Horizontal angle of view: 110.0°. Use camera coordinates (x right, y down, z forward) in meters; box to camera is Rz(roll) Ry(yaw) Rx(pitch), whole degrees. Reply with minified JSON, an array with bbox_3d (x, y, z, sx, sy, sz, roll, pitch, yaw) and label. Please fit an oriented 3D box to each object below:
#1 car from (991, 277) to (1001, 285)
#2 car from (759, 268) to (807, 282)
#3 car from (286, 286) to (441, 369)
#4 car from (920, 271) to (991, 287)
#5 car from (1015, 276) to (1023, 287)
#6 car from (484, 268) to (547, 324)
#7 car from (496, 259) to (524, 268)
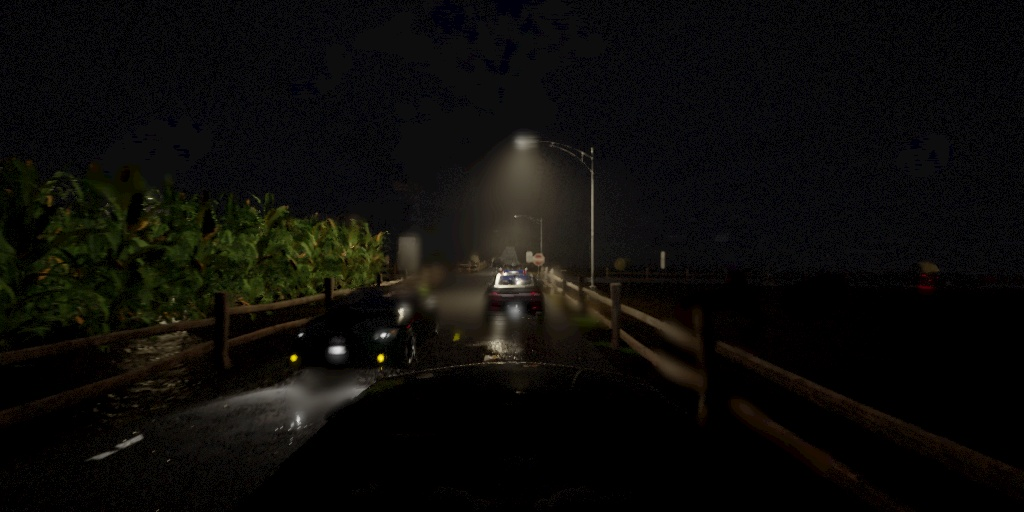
[{"bbox_3d":[49.114,2.451,38.612,4.718,1.301,1.895,1,1,0],"label":"car"},{"bbox_3d":[29.378,2.004,38.775,4.674,1.442,1.812,1,1,0],"label":"car"},{"bbox_3d":[-2.841,1.359,7.813,1.994,1.385,4.181,0,0,0],"label":"car"},{"bbox_3d":[43.903,2.300,35.831,4.892,1.490,1.837,1,1,1],"label":"car"},{"bbox_3d":[53.723,2.451,35.843,5.008,1.535,1.882,1,1,0],"label":"car"},{"bbox_3d":[0.105,1.319,12.238,2.128,1.511,4.902,0,0,0],"label":"car"},{"bbox_3d":[0.112,1.281,26.694,2.097,1.767,4.553,0,0,0],"label":"car"}]
